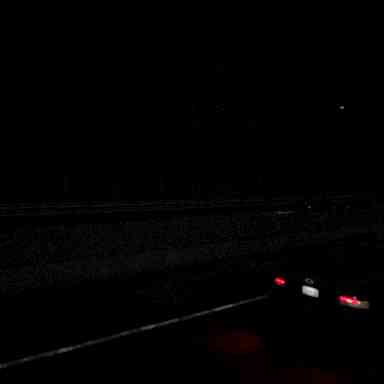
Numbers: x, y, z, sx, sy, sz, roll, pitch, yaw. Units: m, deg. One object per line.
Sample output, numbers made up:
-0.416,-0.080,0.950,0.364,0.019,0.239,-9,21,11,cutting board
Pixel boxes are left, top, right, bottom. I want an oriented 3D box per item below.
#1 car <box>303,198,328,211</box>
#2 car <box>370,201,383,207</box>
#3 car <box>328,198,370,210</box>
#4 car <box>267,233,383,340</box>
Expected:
13.451,1.336,34.529,4.181,1.385,1.994,-1,0,-34,car
18.048,1.271,29.187,4.892,1.490,1.837,-1,0,-34,car
15.772,1.316,31.888,5.357,1.411,2.033,-1,0,-34,car
3.831,1.533,6.440,5.357,1.411,2.033,0,0,-35,car
